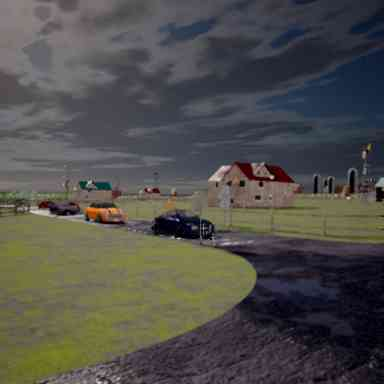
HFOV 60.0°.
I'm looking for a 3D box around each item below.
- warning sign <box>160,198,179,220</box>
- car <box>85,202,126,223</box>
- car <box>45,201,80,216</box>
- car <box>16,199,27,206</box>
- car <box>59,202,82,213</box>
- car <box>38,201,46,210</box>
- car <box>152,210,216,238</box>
[{"bbox_3d":[-2.037,1.507,29.837,1.300,1.860,1.060,3,-1,-36],"label":"warning sign"},{"bbox_3d":[-7.343,1.636,28.089,2.097,1.767,4.553,2,-2,-36],"label":"car"},{"bbox_3d":[-15.118,1.983,38.721,2.033,1.411,5.357,2,-2,-36],"label":"car"},{"bbox_3d":[-42.236,2.520,82.182,2.097,1.767,4.553,2,-2,-36],"label":"car"},{"bbox_3d":[-16.905,2.117,46.128,1.812,1.442,4.674,2,-2,-36],"label":"car"},{"bbox_3d":[-24.902,2.233,57.044,1.882,1.535,5.008,2,-2,-36],"label":"car"},{"bbox_3d":[-0.542,1.717,18.737,1.994,1.385,4.181,2,-2,-36],"label":"car"}]
